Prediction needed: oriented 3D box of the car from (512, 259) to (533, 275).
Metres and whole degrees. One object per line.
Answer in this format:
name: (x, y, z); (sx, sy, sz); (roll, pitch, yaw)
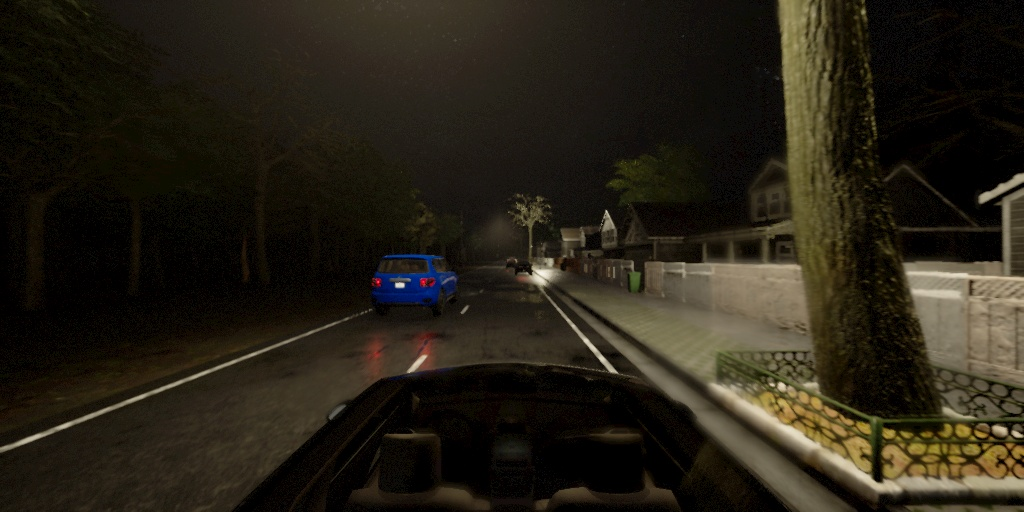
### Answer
car: (1.224, 1.282, 38.956); (1.837, 1.490, 4.892); (0, 0, 0)

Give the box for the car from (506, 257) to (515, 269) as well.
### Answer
car: (-0.001, 1.330, 57.371); (1.812, 1.442, 4.674); (0, 0, 0)

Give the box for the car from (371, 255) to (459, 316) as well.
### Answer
car: (-3.399, 0.976, 13.540); (2.150, 2.045, 5.566); (0, 0, 0)
